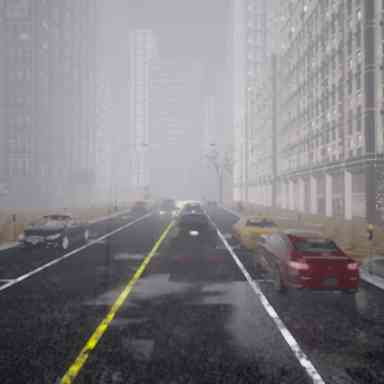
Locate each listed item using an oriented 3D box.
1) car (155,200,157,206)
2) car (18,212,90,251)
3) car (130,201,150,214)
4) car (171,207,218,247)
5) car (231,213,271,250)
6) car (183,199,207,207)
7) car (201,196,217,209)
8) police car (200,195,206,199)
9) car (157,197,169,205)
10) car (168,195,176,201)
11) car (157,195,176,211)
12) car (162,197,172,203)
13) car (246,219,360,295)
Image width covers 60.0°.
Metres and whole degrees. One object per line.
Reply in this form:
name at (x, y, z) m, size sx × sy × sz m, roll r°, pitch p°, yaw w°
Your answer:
car at (-5.661, 1.665, 59.139) m, size 1.752 × 1.417 × 4.829 m, roll 1°, pitch 0°, yaw 0°
car at (-5.678, 1.588, 14.167) m, size 2.008 × 1.369 × 4.403 m, roll 1°, pitch 0°, yaw 0°
car at (-5.669, 1.635, 36.738) m, size 1.887 × 1.381 × 4.507 m, roll 1°, pitch 0°, yaw 0°
car at (0.091, 1.603, 15.211) m, size 1.994 × 1.385 × 4.181 m, roll 0°, pitch 0°, yaw 0°
car at (2.703, 1.562, 14.353) m, size 1.752 × 1.417 × 4.829 m, roll 1°, pitch 0°, yaw 0°
car at (0.098, 1.640, 30.528) m, size 1.994 × 1.385 × 4.181 m, roll 0°, pitch 0°, yaw 0°
car at (2.716, 1.666, 48.031) m, size 2.008 × 1.369 × 4.403 m, roll 1°, pitch 0°, yaw 0°
police car at (3.030, 1.615, 83.604) m, size 1.930 × 1.638 × 5.238 m, roll 0°, pitch 0°, yaw 0°
car at (-5.659, 1.697, 64.952) m, size 1.887 × 1.381 × 4.507 m, roll 1°, pitch 0°, yaw 0°
car at (-5.648, 1.649, 93.166) m, size 1.967 × 1.590 × 4.097 m, roll 1°, pitch 0°, yaw 0°
car at (-3.076, 1.583, 43.533) m, size 1.882 × 1.535 × 5.008 m, roll 0°, pitch 0°, yaw 0°
car at (-5.655, 1.741, 76.237) m, size 1.947 × 1.339 × 4.313 m, roll 1°, pitch 0°, yaw 0°
car at (2.700, 1.604, 8.541) m, size 1.802 × 1.307 × 4.206 m, roll 1°, pitch 0°, yaw 0°
